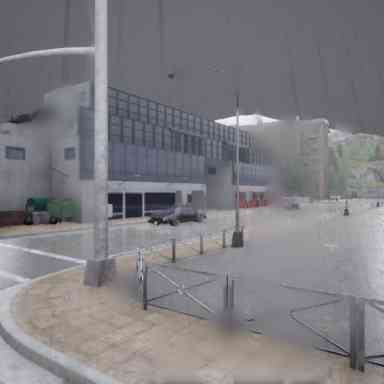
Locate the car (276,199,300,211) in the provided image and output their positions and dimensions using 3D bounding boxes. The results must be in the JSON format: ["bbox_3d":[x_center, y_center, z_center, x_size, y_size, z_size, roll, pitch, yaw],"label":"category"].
[{"bbox_3d":[12.652,1.667,43.769,2.128,1.511,4.902,0,0,36],"label":"car"}]

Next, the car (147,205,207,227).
[{"bbox_3d":[-0.919,1.723,24.812,2.033,1.411,5.357,0,0,35],"label":"car"}]
